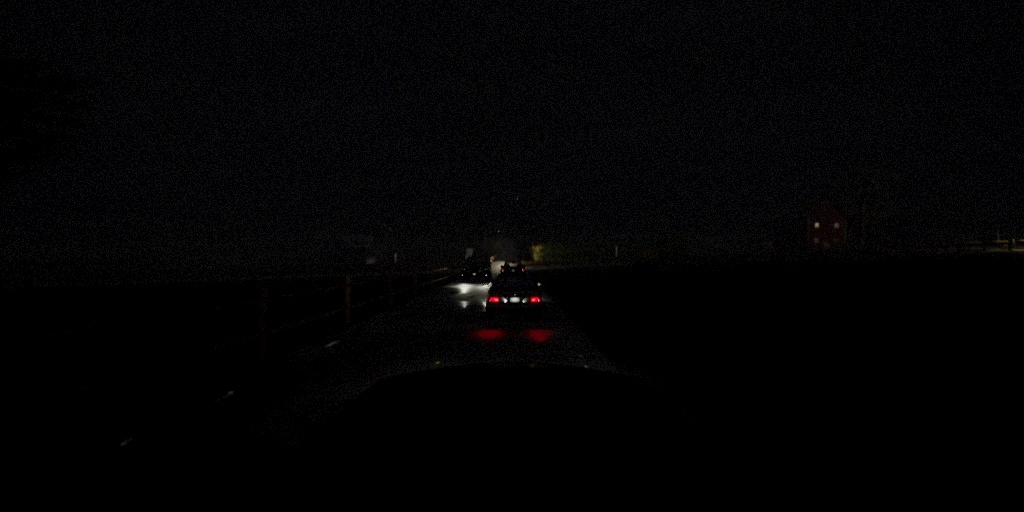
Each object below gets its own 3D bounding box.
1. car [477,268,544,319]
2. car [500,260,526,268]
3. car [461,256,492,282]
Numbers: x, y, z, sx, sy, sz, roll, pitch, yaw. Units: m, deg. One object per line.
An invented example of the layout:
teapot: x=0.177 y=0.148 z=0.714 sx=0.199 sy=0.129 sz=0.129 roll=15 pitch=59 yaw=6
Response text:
car: x=0.089 y=1.322 z=12.930 sx=2.033 sy=1.411 sz=5.357 roll=0 pitch=0 yaw=0
car: x=0.091 y=1.151 z=29.685 sx=2.097 sy=1.767 sz=4.553 roll=0 pitch=0 yaw=0
car: x=-2.840 y=1.021 z=29.808 sx=2.150 sy=2.045 sz=5.566 roll=0 pitch=0 yaw=0
